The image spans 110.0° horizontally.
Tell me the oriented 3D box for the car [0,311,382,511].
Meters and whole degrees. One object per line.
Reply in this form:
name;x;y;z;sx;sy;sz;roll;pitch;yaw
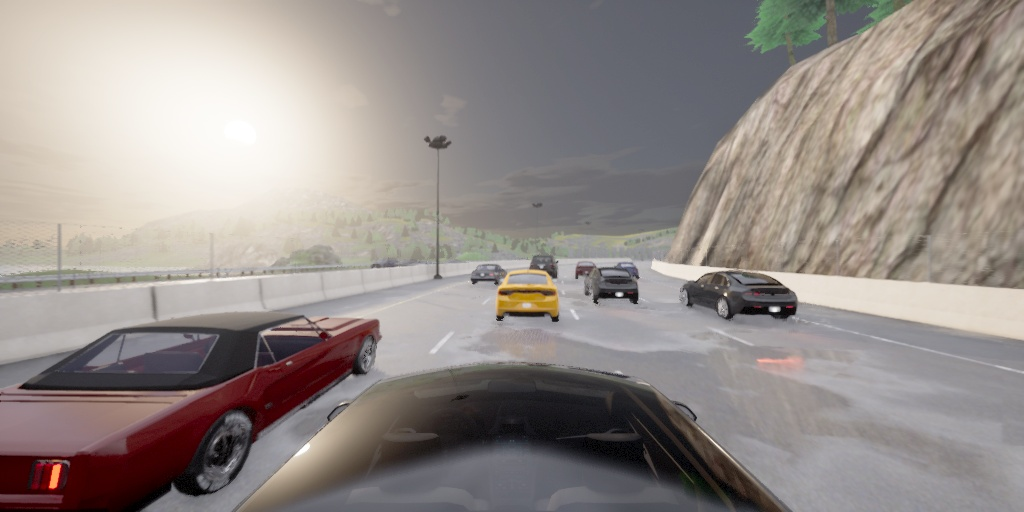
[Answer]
car;-3.312;1.339;4.431;1.895;1.301;4.718;0;0;1

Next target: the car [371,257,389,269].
car;-17.949;0.986;50.869;2.097;1.767;4.553;0;0;15

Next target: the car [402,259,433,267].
car;-11.852;1.256;46.608;1.895;1.301;4.718;0;0;14

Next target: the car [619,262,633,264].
car;10.252;1.254;32.379;1.812;1.442;4.674;0;0;11

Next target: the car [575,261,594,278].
car;6.772;1.197;32.814;1.882;1.535;5.008;0;0;11

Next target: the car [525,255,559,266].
car;2.749;0.935;30.403;2.150;2.045;5.566;0;0;10

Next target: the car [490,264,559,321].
car;0.571;1.213;12.429;1.882;1.535;5.008;0;0;4

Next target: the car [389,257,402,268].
car;-14.571;1.150;49.967;1.837;1.490;4.892;0;-1;15

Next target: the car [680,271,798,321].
car;7.595;1.257;12.554;1.837;1.490;4.892;0;0;4

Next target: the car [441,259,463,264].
car;-7.971;1.169;47.571;1.837;1.490;4.892;0;0;15

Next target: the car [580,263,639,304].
car;4.400;1.243;16.366;1.837;1.490;4.892;0;0;5

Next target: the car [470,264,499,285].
car;-1.556;1.258;25.778;2.033;1.411;5.357;0;0;8
